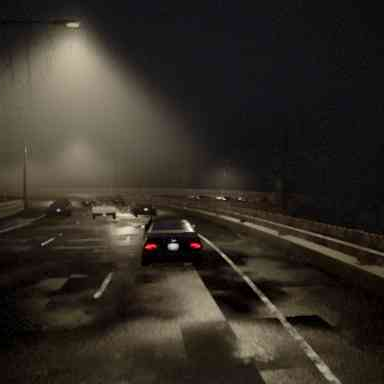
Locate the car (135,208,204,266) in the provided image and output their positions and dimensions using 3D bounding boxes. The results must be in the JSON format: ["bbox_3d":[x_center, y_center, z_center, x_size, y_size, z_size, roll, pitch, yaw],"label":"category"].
[{"bbox_3d":[-0.778,1.497,11.454,2.033,1.411,5.357,0,0,-6],"label":"car"}]

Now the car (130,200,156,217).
[{"bbox_3d":[-4.498,1.440,30.404,1.994,1.385,4.181,0,0,-16],"label":"car"}]

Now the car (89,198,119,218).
[{"bbox_3d":[-7.559,1.495,28.597,1.895,1.301,4.718,0,0,-15],"label":"car"}]

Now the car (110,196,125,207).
[{"bbox_3d":[-10.831,1.325,47.291,1.837,1.490,4.892,0,0,-25],"label":"car"}]

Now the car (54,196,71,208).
[{"bbox_3d":[-17.850,1.375,45.795,1.812,1.442,4.674,0,0,-25],"label":"car"}]

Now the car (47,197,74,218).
[{"bbox_3d":[-11.639,1.467,29.502,1.994,1.385,4.181,0,0,-16],"label":"car"}]

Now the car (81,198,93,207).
[{"bbox_3d":[-14.423,1.434,46.794,1.895,1.301,4.718,0,0,-25],"label":"car"}]
